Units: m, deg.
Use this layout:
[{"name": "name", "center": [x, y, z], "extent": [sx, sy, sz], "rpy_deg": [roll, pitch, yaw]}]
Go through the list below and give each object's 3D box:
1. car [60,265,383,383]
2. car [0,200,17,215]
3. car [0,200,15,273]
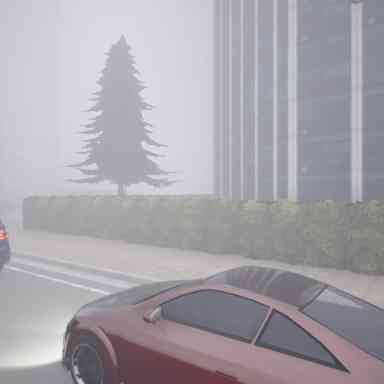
[{"name": "car", "center": [0.451, 1.564, 3.671], "extent": [4.181, 1.385, 1.994], "rpy_deg": [0, 0, 35]}, {"name": "car", "center": [-20.375, 1.560, 33.237], "extent": [1.837, 1.490, 4.892], "rpy_deg": [0, 0, 35]}, {"name": "car", "center": [-7.160, 1.221, 9.062], "extent": [5.566, 2.045, 2.150], "rpy_deg": [0, 0, 35]}]
